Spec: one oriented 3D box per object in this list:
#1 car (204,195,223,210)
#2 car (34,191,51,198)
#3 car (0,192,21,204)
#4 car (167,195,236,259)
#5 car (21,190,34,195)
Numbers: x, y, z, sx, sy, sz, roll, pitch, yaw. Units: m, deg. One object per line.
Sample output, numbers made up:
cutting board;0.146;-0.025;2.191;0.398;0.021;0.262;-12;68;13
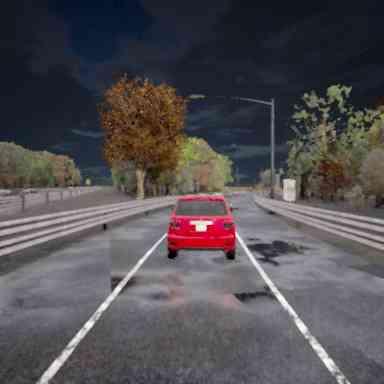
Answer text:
car;2.546;1.138;37.951;1.882;1.535;5.008;0;1;7
car;-26.286;0.462;59.369;1.895;1.301;4.718;0;1;-13
car;-20.980;0.699;36.775;2.128;1.511;4.902;0;1;-13
car;0.384;1.116;12.297;2.150;2.045;5.566;0;0;3
car;-30.482;0.349;61.932;2.033;1.411;5.357;0;1;-13
